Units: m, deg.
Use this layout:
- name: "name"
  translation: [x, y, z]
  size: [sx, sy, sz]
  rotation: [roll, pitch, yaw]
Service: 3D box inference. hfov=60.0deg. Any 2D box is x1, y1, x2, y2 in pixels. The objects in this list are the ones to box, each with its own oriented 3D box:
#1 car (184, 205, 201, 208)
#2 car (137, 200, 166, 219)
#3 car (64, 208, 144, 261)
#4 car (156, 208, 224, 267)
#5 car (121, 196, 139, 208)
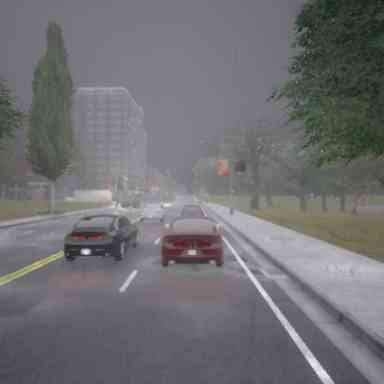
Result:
- name: "car"
  translation: [0.012, 1.714, 25.396]
  size: [2.033, 1.411, 5.357]
  rotation: [0, 0, 0]
- name: "car"
  translation: [-3.211, 1.717, 28.292]
  size: [1.812, 1.442, 4.674]
  rotation: [0, 0, 0]
- name: "car"
  translation: [-3.209, 1.577, 12.572]
  size: [1.837, 1.490, 4.892]
  rotation: [0, 0, 1]
- name: "car"
  translation: [0.031, 1.543, 11.700]
  size: [1.882, 1.535, 5.008]
  rotation: [0, 0, 1]
- name: "car"
  translation: [-9.835, 1.673, 53.679]
  size: [2.150, 2.045, 5.566]
  rotation: [0, -1, 0]
